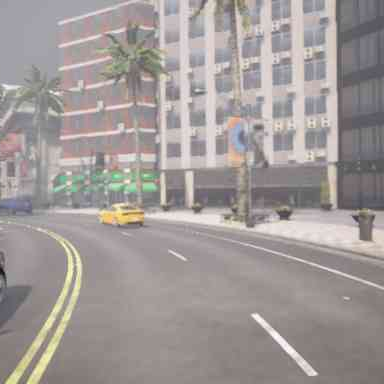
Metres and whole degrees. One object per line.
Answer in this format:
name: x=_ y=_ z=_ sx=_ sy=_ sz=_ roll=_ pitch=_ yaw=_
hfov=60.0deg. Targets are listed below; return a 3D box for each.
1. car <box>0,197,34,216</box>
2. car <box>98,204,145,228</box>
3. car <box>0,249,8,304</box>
car: x=-20.431 y=1.600 z=37.875 sx=5.566 sy=2.045 sz=2.150 roll=-1 pitch=0 yaw=31
car: x=-5.096 y=1.617 z=23.691 sx=1.882 sy=1.535 sz=5.008 roll=0 pitch=0 yaw=-35
car: x=-4.469 y=1.566 z=5.182 sx=2.128 sy=1.511 sz=4.902 roll=-1 pitch=0 yaw=-13
